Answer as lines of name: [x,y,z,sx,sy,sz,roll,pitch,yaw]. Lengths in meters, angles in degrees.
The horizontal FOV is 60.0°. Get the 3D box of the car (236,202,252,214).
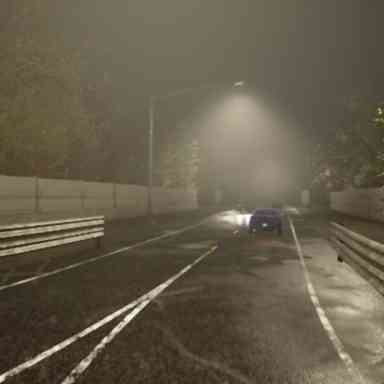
car: [6.935,2.011,43.108,2.128,1.511,4.902,2,0,15]

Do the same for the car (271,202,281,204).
car: [13.777,2.268,54.629,2.033,1.411,5.357,0,-1,15]

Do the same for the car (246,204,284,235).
car: [4.782,1.758,21.253,1.882,1.535,5.008,0,-1,15]
